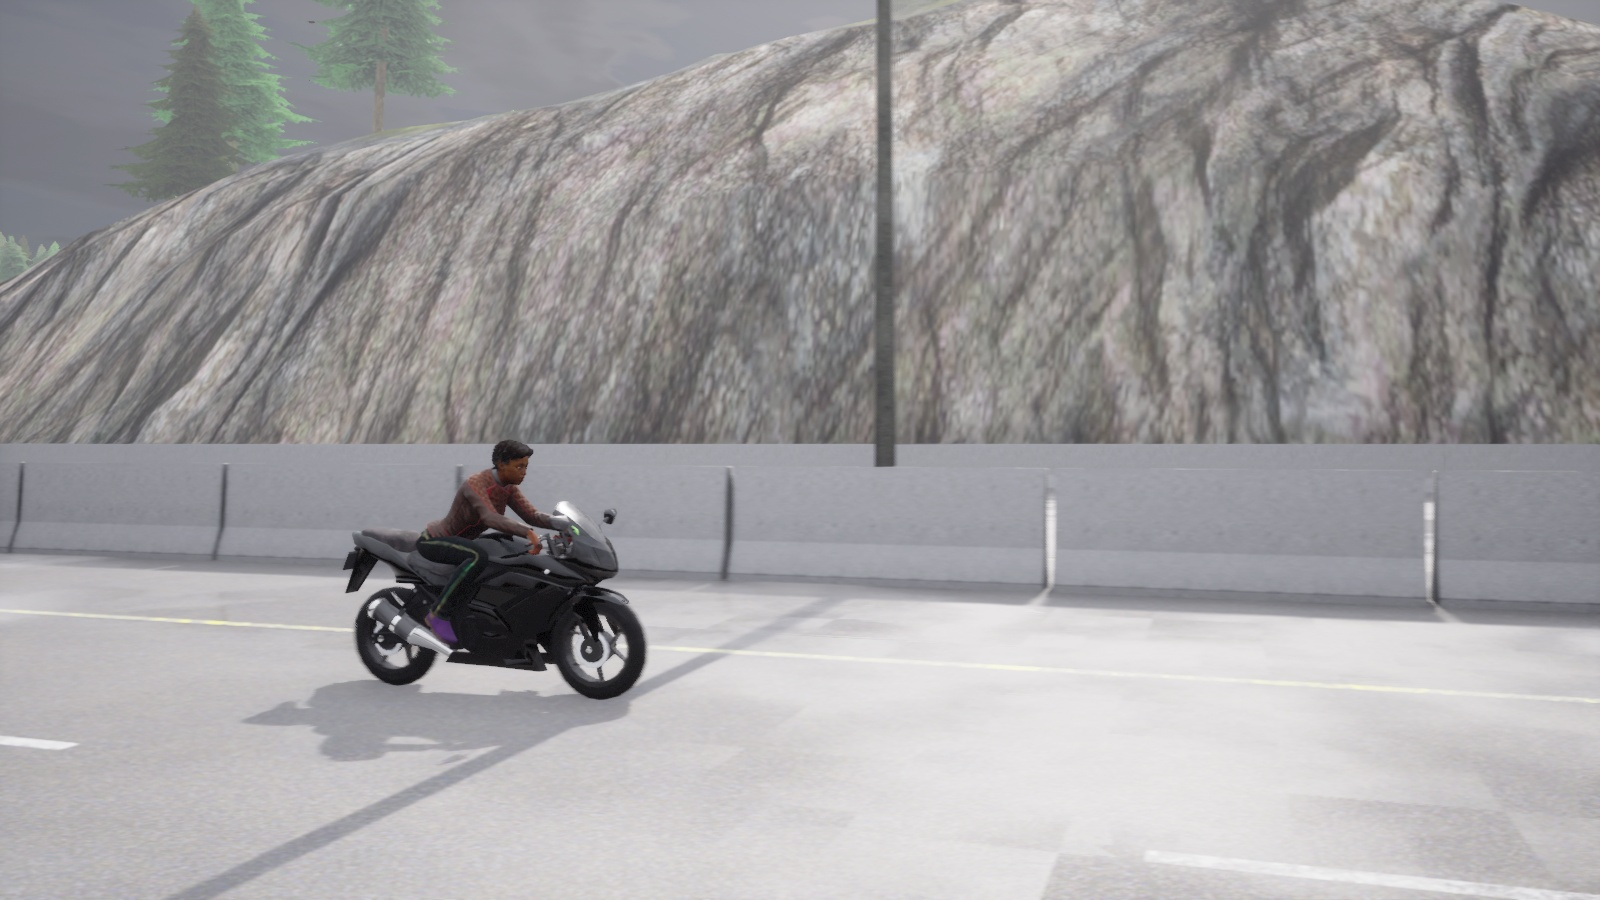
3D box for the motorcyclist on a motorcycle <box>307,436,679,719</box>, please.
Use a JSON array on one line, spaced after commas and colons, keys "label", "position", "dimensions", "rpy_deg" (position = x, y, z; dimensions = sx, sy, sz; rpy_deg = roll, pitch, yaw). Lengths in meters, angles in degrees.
[{"label": "motorcyclist on a motorcycle", "position": [-1.826, 0.682, 7.499], "dimensions": [2.044, 1.523, 0.797], "rpy_deg": [1, 1, 19]}]
